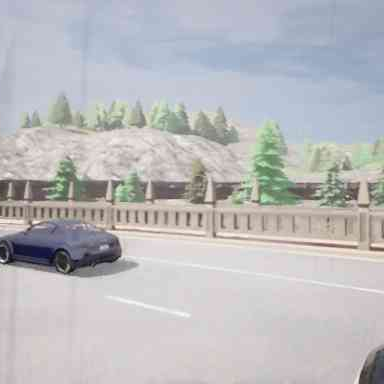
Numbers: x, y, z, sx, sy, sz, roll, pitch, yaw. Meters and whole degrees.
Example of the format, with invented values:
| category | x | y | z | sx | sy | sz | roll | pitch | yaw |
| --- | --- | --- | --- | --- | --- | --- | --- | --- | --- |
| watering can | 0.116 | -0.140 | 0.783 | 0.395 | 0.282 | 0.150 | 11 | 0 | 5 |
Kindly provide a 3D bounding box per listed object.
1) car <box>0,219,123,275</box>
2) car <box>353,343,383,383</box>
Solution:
| category | x | y | z | sx | sy | sz | roll | pitch | yaw |
| --- | --- | --- | --- | --- | --- | --- | --- | --- | --- |
| car | -4.234 | 1.551 | 10.469 | 4.181 | 1.385 | 1.994 | 0 | 0 | 30 |
| car | 3.357 | 1.473 | 1.391 | 4.902 | 1.511 | 2.128 | 0 | 0 | 36 |
